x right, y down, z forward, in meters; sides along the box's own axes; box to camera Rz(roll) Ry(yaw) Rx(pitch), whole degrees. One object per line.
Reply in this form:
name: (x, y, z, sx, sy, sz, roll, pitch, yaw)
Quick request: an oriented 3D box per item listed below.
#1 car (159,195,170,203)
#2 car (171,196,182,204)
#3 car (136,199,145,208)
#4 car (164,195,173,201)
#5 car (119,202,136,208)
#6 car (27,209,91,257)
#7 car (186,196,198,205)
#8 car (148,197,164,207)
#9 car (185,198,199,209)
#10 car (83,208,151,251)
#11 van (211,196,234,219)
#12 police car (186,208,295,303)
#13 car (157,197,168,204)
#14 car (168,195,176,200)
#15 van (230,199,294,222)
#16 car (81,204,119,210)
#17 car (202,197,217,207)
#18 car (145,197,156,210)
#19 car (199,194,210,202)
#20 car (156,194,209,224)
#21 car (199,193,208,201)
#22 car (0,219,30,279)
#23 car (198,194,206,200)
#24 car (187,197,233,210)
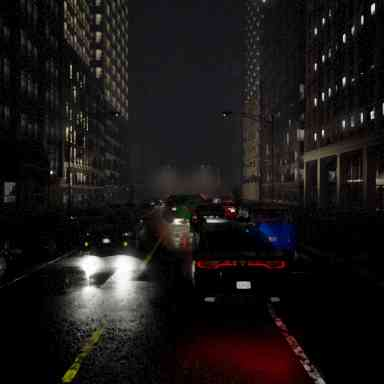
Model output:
car: (-5.641, 1.422, 69.794, 1.967, 1.590, 4.097, -1, 0, 0)
car: (-2.947, 1.510, 63.407, 1.812, 1.442, 4.674, 0, 0, 0)
car: (-5.673, 1.575, 30.009, 1.802, 1.307, 4.206, -1, 0, 0)
car: (-5.630, 1.504, 80.992, 1.752, 1.417, 4.829, -1, 0, 0)
car: (-5.679, 1.545, 24.325, 2.008, 1.369, 4.403, -1, 0, 0)
car: (-5.688, 1.563, 12.958, 1.947, 1.339, 4.313, -1, 0, 0)
car: (0.049, 1.477, 59.310, 2.128, 1.511, 4.902, 0, 0, 0)
car: (-5.654, 1.538, 52.743, 2.008, 1.369, 4.403, -1, 0, 0)
car: (0.055, 1.590, 46.021, 1.895, 1.301, 4.718, 0, 0, 1)
car: (-3.090, 1.561, 13.934, 1.994, 1.385, 4.181, 0, 0, 0)
van: (2.705, 1.334, 30.002, 1.690, 1.788, 3.998, -1, 0, 0)
police car: (0.906, 1.423, 8.409, 1.930, 1.638, 5.238, 0, 0, 0)
car: (-5.645, 1.566, 64.111, 1.802, 1.307, 4.206, -1, 0, 0)
car: (-5.621, 1.540, 92.529, 1.947, 1.339, 4.313, -1, 0, 0)
van: (2.691, 1.338, 12.951, 1.690, 1.788, 3.998, -1, 0, 0)
car: (-5.683, 1.540, 18.642, 1.887, 1.381, 4.507, -1, 0, 0)
car: (2.726, 1.538, 52.736, 2.008, 1.369, 4.403, -1, 0, 0)
car: (-5.664, 1.541, 41.376, 2.008, 1.369, 4.403, -1, 0, 0)
car: (2.743, 1.296, 75.471, 2.192, 1.841, 5.009, -1, 0, 0)
car: (-0.123, 1.214, 24.684, 2.150, 2.045, 5.566, -1, 0, 24)
car: (2.748, 1.294, 81.155, 2.192, 1.841, 5.009, -1, 0, 0)
car: (-5.693, 1.549, 7.274, 2.008, 1.369, 4.403, -1, 0, 0)
car: (2.759, 1.414, 92.522, 1.967, 1.590, 4.097, -1, 0, 0)
car: (0.913, 1.347, 18.269, 2.097, 1.767, 4.553, 0, 0, 0)
